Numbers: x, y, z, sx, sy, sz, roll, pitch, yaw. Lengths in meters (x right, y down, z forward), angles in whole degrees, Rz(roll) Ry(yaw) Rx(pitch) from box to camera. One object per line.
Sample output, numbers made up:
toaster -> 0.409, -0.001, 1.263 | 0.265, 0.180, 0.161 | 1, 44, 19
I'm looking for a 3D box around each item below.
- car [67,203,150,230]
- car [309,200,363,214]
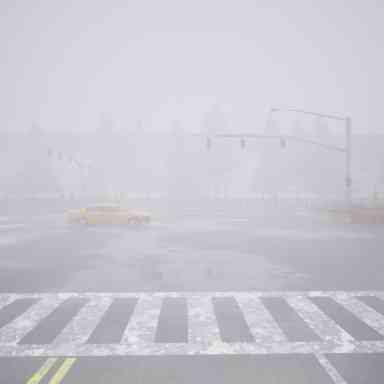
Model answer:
car -> -5.137, 1.477, 20.681 | 5.008, 1.535, 1.882 | 0, 0, -2
car -> 15.408, 1.547, 35.515 | 5.357, 1.411, 2.033 | 0, 0, -2
